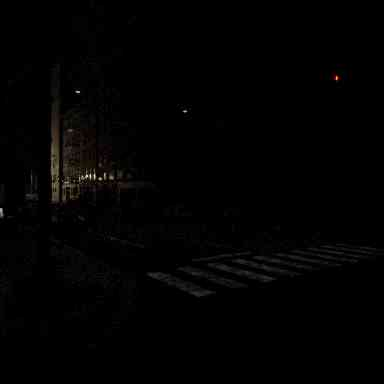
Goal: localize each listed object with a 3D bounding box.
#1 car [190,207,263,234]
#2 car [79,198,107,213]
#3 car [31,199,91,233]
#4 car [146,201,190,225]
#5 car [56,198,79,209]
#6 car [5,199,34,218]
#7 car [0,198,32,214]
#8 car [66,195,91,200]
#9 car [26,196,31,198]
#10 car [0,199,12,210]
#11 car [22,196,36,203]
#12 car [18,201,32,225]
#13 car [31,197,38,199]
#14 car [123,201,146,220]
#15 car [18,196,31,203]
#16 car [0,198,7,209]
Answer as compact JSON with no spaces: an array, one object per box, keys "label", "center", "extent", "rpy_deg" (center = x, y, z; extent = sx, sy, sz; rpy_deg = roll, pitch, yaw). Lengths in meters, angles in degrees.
[{"label":"car","center":[2.119,1.581,19.415],"extent":[2.008,1.369,4.403],"rpy_deg":[1,0,-36]},{"label":"car","center":[-10.848,1.606,37.278],"extent":[1.802,1.307,4.206],"rpy_deg":[1,0,-36]},{"label":"car","center":[-7.611,1.415,19.160],"extent":[1.967,1.590,4.097],"rpy_deg":[1,0,-36]},{"label":"car","center":[-1.222,1.554,24.019],"extent":[1.752,1.417,4.829],"rpy_deg":[1,0,-36]},{"label":"car","center":[-17.434,1.546,46.343],"extent":[1.752,1.417,4.829],"rpy_deg":[1,0,-36]},{"label":"car","center":[-14.096,1.522,28.092],"extent":[2.008,1.369,4.403],"rpy_deg":[1,0,-36]},{"label":"car","center":[-17.338,1.521,32.558],"extent":[2.008,1.369,4.403],"rpy_deg":[1,0,-36]},{"label":"car","center":[-14.088,1.337,41.745],"extent":[2.192,1.841,5.009],"rpy_deg":[1,0,-36]},{"label":"car","center":[-30.299,1.599,64.072],"extent":[1.802,1.307,4.206],"rpy_deg":[0,0,-36]},{"label":"car","center":[-23.822,1.549,41.491],"extent":[1.802,1.307,4.206],"rpy_deg":[1,0,-36]},{"label":"car","center":[-33.640,1.544,68.676],"extent":[1.752,1.417,4.829],"rpy_deg":[0,0,-36]},{"label":"car","center":[-10.854,1.555,23.626],"extent":[1.802,1.307,4.206],"rpy_deg":[1,0,-36]},{"label":"car","center":[-27.057,1.599,59.607],"extent":[1.802,1.307,4.206],"rpy_deg":[0,0,-36]},{"label":"car","center":[-4.363,1.467,28.347],"extent":[1.967,1.590,4.097],"rpy_deg":[1,0,-36]},{"label":"car","center":[-36.782,1.566,73.004],"extent":[1.887,1.381,4.507],"rpy_deg":[0,0,-36]},{"label":"car","center":[-27.064,1.516,45.957],"extent":[2.008,1.369,4.403],"rpy_deg":[1,0,-36]}]
